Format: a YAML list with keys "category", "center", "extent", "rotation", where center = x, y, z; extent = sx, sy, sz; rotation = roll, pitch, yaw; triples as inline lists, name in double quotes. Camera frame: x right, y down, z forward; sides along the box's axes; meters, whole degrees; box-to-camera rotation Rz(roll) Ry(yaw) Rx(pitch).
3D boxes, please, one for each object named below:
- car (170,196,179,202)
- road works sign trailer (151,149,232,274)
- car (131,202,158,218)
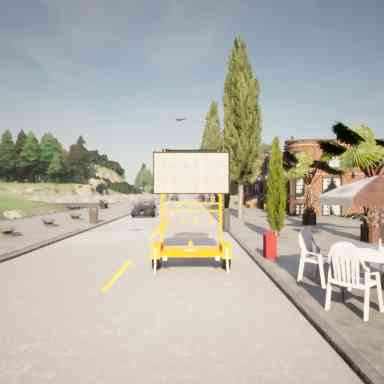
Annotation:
- category: "car"
  center: [-4.170, 1.547, 80.130]
  extent: [2.033, 1.411, 5.357]
  rotation: [0, 0, 0]
- category: "road works sign trailer"
  center: [-0.022, 0.464, 10.529]
  extent: [2.380, 3.560, 2.880]
  rotation: [0, 0, 0]
- category: "car"
  center: [-4.165, 1.564, 29.605]
  extent: [1.994, 1.385, 4.181]
  rotation: [0, 0, 0]
